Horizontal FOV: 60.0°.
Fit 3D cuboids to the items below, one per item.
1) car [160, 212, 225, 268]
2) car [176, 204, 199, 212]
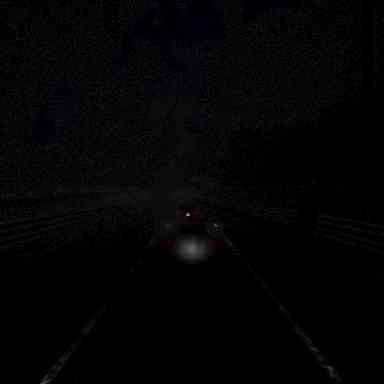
[{"bbox_3d":[0.015,1.617,11.522,1.994,1.385,4.181,0,0,0],"label":"car"},{"bbox_3d":[-0.355,1.682,26.734,1.994,1.385,4.181,0,0,-2],"label":"car"}]
